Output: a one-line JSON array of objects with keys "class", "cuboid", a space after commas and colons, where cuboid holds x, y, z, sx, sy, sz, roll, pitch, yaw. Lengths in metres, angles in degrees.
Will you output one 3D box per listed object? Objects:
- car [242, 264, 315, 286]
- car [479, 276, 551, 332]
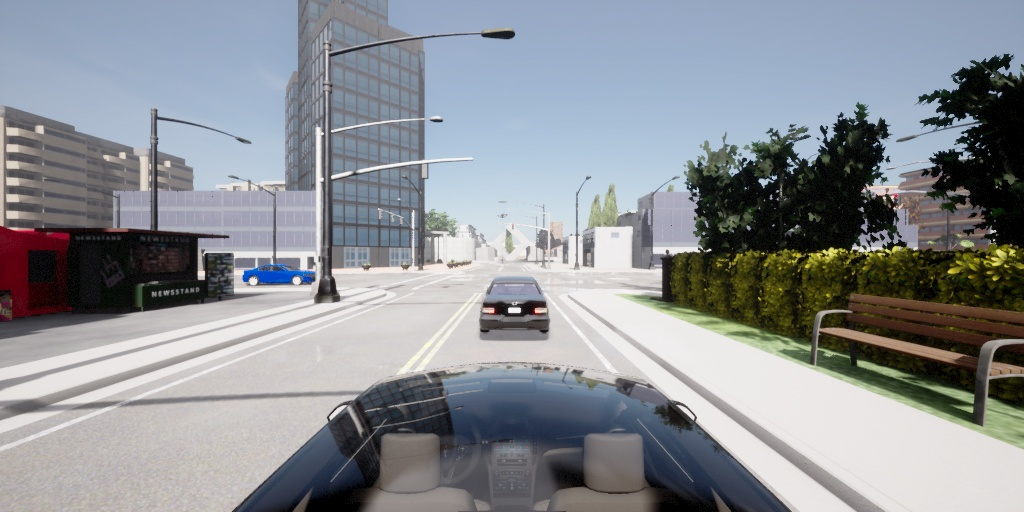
[{"class": "car", "cuboid": [-16.776, 1.336, 26.166, 5.008, 1.535, 1.882, -1, 0, 0]}, {"class": "car", "cuboid": [0.070, 1.297, 10.756, 2.033, 1.411, 5.357, 0, 0, 0]}]
